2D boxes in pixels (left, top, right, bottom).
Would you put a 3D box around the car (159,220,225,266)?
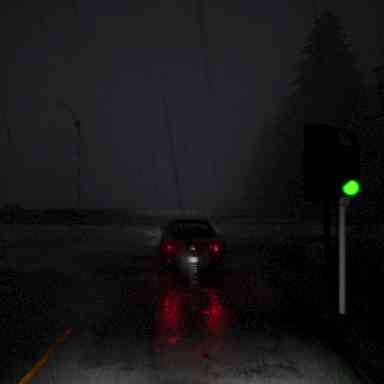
[{"bbox_3d":[-0.170,1.616,11.565,1.895,1.301,4.718,0,0,-5],"label":"car"}]
